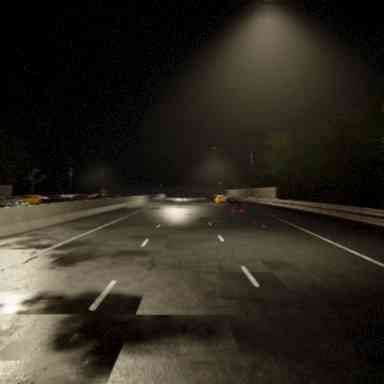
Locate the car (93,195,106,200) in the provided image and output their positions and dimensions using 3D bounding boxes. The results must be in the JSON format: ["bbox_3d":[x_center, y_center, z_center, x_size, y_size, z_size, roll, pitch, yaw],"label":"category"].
[{"bbox_3d":[-18.799,1.299,67.655,1.837,1.490,4.892,0,0,-1],"label":"car"}]

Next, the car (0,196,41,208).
[{"bbox_3d":[-14.626,1.363,26.946,2.128,1.511,4.902,0,0,-1],"label":"car"}]

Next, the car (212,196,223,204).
[{"bbox_3d":[5.724,1.524,66.614,1.882,1.535,5.008,0,0,-1],"label":"car"}]

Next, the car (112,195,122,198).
[{"bbox_3d":[-15.300,1.368,67.721,2.033,1.411,5.357,0,0,-1],"label":"car"}]

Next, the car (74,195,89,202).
[{"bbox_3d":[-22.298,1.293,67.590,1.812,1.442,4.674,0,0,-1],"label":"car"}]

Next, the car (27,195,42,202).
[{"bbox_3d":[-25.550,1.259,52.451,1.882,1.535,5.008,0,0,-1],"label":"car"}]

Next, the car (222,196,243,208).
[{"bbox_3d":[6.074,1.472,47.930,2.128,1.511,4.902,0,0,-1],"label":"car"}]
